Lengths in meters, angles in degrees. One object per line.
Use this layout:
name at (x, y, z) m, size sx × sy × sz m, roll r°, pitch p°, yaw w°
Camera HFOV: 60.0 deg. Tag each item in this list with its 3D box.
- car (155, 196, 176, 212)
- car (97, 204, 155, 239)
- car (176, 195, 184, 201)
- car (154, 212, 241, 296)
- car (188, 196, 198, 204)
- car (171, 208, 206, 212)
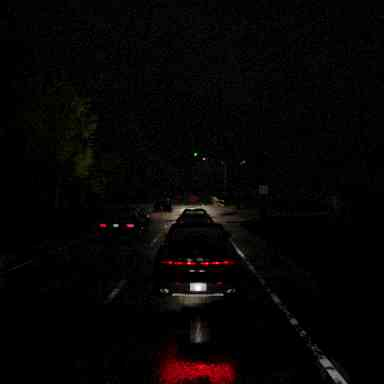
car at (-3.318, 1.499, 38.809) m, size 2.128 × 1.511 × 4.902 m, roll 0°, pitch 0°, yaw 0°
car at (-3.364, 1.551, 17.256) m, size 2.033 × 1.411 × 5.357 m, roll 0°, pitch 0°, yaw 0°
car at (-3.322, 1.500, 84.785) m, size 1.837 × 1.490 × 4.892 m, roll 0°, pitch 0°, yaw 0°
car at (0.117, 1.508, 8.618) m, size 1.837 × 1.490 × 4.892 m, roll 0°, pitch 0°, yaw 0°
car at (0.231, 1.481, 65.443) m, size 1.882 × 1.535 × 5.008 m, roll 0°, pitch 0°, yaw 0°
car at (0.138, 1.568, 17.942) m, size 1.994 × 1.385 × 4.181 m, roll 0°, pitch 0°, yaw 0°
